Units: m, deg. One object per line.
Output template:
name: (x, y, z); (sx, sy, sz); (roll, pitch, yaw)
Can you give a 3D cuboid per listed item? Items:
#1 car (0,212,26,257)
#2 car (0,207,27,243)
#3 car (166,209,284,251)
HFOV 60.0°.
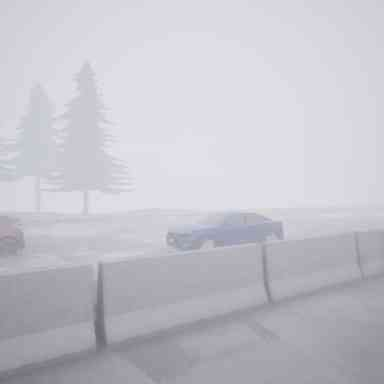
car: (-7.887, 1.511, 11.128); (4.181, 1.385, 1.994); (0, 0, -35)
car: (-9.722, 1.460, 14.133); (4.674, 1.442, 1.812); (0, 0, -35)
car: (1.393, 1.453, 13.099); (5.008, 1.535, 1.882); (0, 0, -32)
